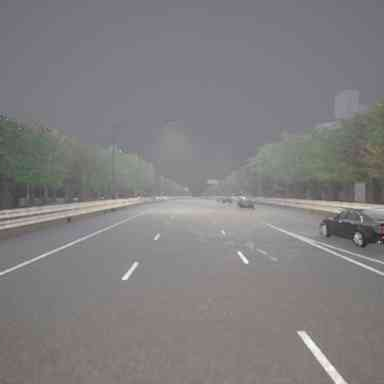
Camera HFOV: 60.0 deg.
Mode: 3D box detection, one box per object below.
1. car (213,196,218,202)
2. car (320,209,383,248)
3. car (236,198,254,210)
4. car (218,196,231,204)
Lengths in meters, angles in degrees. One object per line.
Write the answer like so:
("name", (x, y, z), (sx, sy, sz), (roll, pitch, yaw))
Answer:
("car", (7.218, 1.857, 86.475), (2.128, 1.511, 4.902), (0, -1, 0))
("car", (7.474, 1.518, 14.830), (1.837, 1.490, 4.892), (-1, 0, -5))
("car", (7.029, 1.515, 44.469), (2.128, 1.511, 4.902), (0, 0, 0))
("car", (7.119, 1.651, 69.461), (1.837, 1.490, 4.892), (0, -1, 0))
